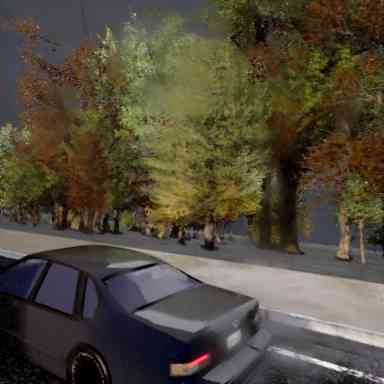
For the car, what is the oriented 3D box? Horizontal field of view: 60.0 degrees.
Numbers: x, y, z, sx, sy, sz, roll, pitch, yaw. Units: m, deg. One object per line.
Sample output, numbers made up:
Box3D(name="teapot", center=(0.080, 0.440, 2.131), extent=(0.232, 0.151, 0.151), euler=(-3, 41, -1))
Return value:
Box3D(name="car", center=(-1.616, 1.523, 4.832), extent=(5.357, 1.411, 2.033), euler=(0, 0, 36))
